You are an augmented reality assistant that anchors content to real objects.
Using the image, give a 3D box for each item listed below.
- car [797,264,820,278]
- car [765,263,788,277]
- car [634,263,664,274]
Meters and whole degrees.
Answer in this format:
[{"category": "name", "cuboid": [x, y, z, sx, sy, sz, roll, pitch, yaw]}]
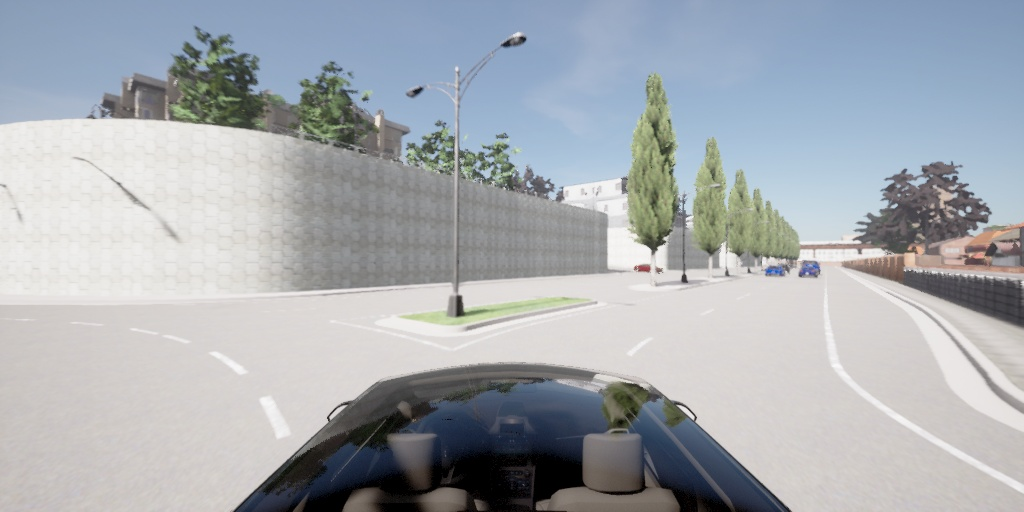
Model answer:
[{"category": "car", "cuboid": [38.827, 2.071, 47.034, 1.812, 1.442, 4.674, 0, -1, 41]}, {"category": "car", "cuboid": [36.417, 2.041, 49.590, 1.882, 1.535, 5.008, 0, -1, 42]}, {"category": "car", "cuboid": [21.438, 1.899, 56.088, 1.882, 1.535, 5.008, 1, 0, -26]}]
